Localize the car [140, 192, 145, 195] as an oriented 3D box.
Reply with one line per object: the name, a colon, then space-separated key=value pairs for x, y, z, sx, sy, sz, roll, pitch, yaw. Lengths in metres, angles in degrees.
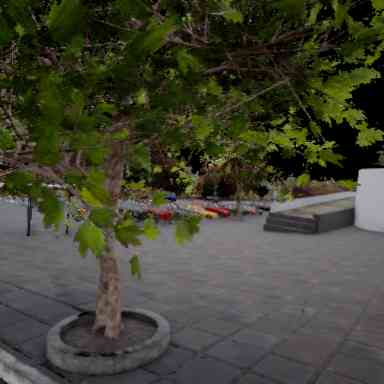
car: x=-8.740 y=0.781 z=57.888 sx=1.882 sy=1.535 sz=5.008 roll=8 pitch=3 yaw=36

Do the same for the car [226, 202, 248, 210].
car: x=8.397 y=2.598 z=61.662 sx=1.895 sy=1.301 sz=4.718 roll=8 pitch=3 yaw=36

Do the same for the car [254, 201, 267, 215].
car: x=9.361 y=2.746 z=54.378 sx=4.553 sy=1.767 sz=2.185 roll=8 pitch=3 yaw=16

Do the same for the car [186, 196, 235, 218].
car: x=2.425 y=2.275 z=44.616 sx=5.566 sy=2.045 sz=2.435 roll=7 pitch=3 yaw=16

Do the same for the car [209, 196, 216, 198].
car: x=4.122 y=1.675 z=70.576 sx=2.033 sy=1.411 sz=5.357 roll=8 pitch=3 yaw=36

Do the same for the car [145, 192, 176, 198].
car: x=-5.049 y=0.919 z=57.857 sx=2.150 sy=2.045 sz=5.566 roll=8 pitch=3 yaw=36

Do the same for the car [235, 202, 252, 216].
car: x=5.878 y=2.697 z=49.496 sx=4.892 sy=1.521 sz=2.231 roll=8 pitch=3 yaw=16

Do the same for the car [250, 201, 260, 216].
car: x=7.669 y=2.664 z=51.919 sx=4.553 sy=1.767 sz=2.185 roll=8 pitch=3 yaw=16

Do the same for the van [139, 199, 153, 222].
van: x=-6.552 y=1.847 z=32.497 sx=4.442 sy=1.987 sz=1.878 roll=8 pitch=3 yaw=16

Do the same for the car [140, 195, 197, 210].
car: x=-2.856 y=2.016 z=37.316 sx=5.566 sy=2.045 sz=2.435 roll=8 pitch=3 yaw=16

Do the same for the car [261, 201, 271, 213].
car: x=12.937 y=2.819 z=59.231 sx=5.566 sy=2.045 sz=2.435 roll=8 pitch=2 yaw=16

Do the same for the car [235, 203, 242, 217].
car: x=4.147 y=2.640 z=47.066 sx=4.792 sy=1.488 sz=2.163 roll=8 pitch=3 yaw=16

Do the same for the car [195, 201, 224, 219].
car: x=0.790 y=2.456 z=42.150 sx=5.366 sy=1.575 sz=1.946 roll=7 pitch=3 yaw=16

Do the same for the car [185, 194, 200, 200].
car: x=0.441 y=1.237 z=70.554 sx=1.882 sy=1.535 sz=5.008 roll=8 pitch=3 yaw=36

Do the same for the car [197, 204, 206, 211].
car: x=-1.155 y=2.388 z=39.772 sx=4.674 sy=1.452 sz=2.002 roll=8 pitch=3 yaw=16

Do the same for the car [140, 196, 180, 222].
car: x=-4.685 y=1.922 z=34.893 sx=5.566 sy=2.045 sz=2.435 roll=8 pitch=3 yaw=16
